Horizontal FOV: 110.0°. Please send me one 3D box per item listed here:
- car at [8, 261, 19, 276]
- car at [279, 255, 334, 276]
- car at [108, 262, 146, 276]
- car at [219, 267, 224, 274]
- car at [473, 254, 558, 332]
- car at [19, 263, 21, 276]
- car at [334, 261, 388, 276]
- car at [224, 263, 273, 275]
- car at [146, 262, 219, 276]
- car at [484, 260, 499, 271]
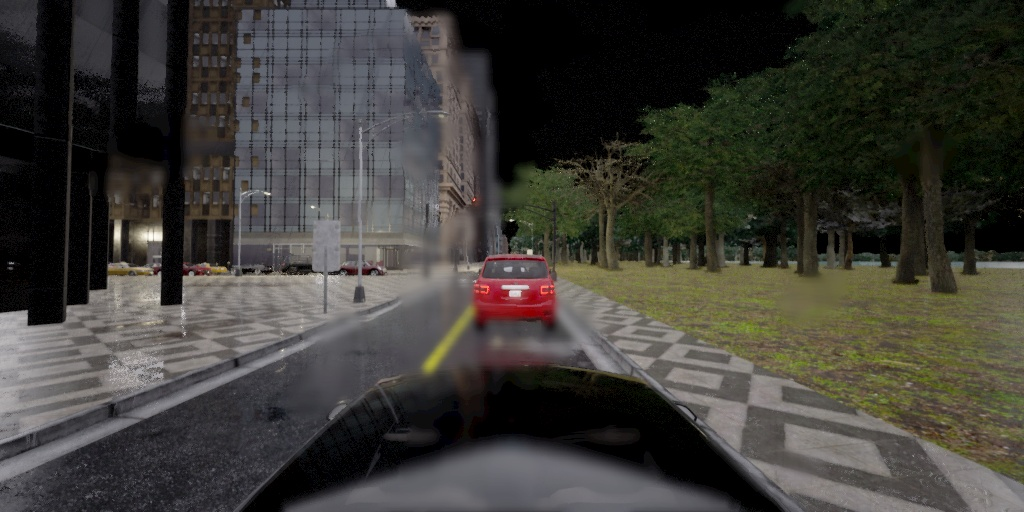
[{"bbox_3d":[-46.391,1.145,32.675,4.097,1.591,1.967,0,0,0],"label":"car"},{"bbox_3d":[-19.535,0.982,35.361,5.566,2.045,2.150,0,-2,0],"label":"car"},{"bbox_3d":[-35.245,1.225,32.674,4.829,1.417,1.751,0,0,0],"label":"car"},{"bbox_3d":[-35.579,1.451,41.196,4.829,1.417,1.751,0,0,0],"label":"car"},{"bbox_3d":[0.104,0.976,11.071,2.150,2.045,5.566,0,0,0],"label":"car"},{"bbox_3d":[-44.180,1.001,35.412,5.566,2.045,2.150,0,-2,0],"label":"car"},{"bbox_3d":[-13.497,1.127,32.672,4.097,1.591,1.967,0,0,-1],"label":"car"},{"bbox_3d":[-29.922,1.488,41.196,4.313,1.339,1.948,0,0,0],"label":"car"},{"bbox_3d":[-29.927,1.242,32.674,4.507,1.381,1.888,0,0,0],"label":"car"},{"bbox_3d":[-3.037,1.391,53.109,2.033,1.411,5.357,0,0,-3],"label":"car"}]
